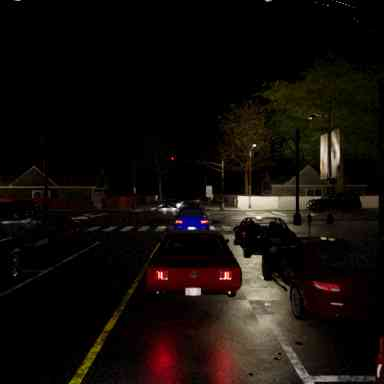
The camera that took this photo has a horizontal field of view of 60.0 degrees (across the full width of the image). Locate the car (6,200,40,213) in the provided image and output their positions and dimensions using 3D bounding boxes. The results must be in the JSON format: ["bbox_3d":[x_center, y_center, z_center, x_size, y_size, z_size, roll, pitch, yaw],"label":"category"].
[{"bbox_3d":[-16.278,1.594,28.781,4.892,1.490,1.837,0,0,-1],"label":"car"}]

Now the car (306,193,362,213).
[{"bbox_3d":[15.135,1.122,35.508,5.566,2.045,2.150,0,0,0],"label":"car"}]

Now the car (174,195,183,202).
[{"bbox_3d":[-3.235,1.552,80.105,1.837,1.490,4.892,0,0,0],"label":"car"}]

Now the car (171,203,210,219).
[{"bbox_3d":[-0.026,1.526,17.583,1.812,1.442,4.674,0,0,0],"label":"car"}]

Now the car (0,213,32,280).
[{"bbox_3d":[-5.395,1.440,6.980,1.967,1.590,4.097,0,0,0],"label":"car"}]

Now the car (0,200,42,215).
[{"bbox_3d":[-18.853,1.607,35.392,4.892,1.490,1.837,0,0,1],"label":"car"}]

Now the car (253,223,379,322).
[{"bbox_3d":[2.630,1.582,6.996,1.802,1.307,4.206,0,0,0],"label":"car"}]

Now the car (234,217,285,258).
[{"bbox_3d":[2.620,1.566,12.514,1.947,1.339,4.313,0,0,0],"label":"car"}]

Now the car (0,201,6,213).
[{"bbox_3d":[-17.433,1.603,25.541,4.892,1.490,1.837,0,0,3],"label":"car"}]

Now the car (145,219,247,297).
[{"bbox_3d":[0.042,1.601,8.525,1.895,1.301,4.718,0,0,0],"label":"car"}]

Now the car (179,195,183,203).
[{"bbox_3d":[-3.212,1.531,64.910,2.128,1.511,4.902,0,0,0],"label":"car"}]

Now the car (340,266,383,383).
[{"bbox_3d":[2.639,1.545,1.478,1.887,1.381,4.507,0,0,0],"label":"car"}]

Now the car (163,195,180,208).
[{"bbox_3d":[-3.195,1.568,48.832,2.033,1.411,5.357,0,0,0],"label":"car"}]

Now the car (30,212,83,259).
[{"bbox_3d":[-5.405,1.582,12.499,1.802,1.307,4.206,0,0,0],"label":"car"}]
